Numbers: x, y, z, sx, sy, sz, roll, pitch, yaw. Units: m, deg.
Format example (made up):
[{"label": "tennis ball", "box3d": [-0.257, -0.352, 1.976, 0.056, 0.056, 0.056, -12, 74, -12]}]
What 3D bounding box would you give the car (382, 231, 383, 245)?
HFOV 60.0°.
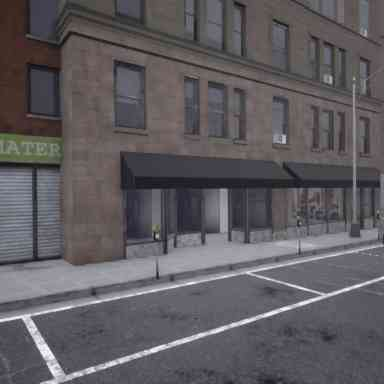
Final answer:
[{"label": "car", "box3d": [9.281, 1.538, 13.197, 4.507, 1.381, 1.887, 0, -1, -36]}]
